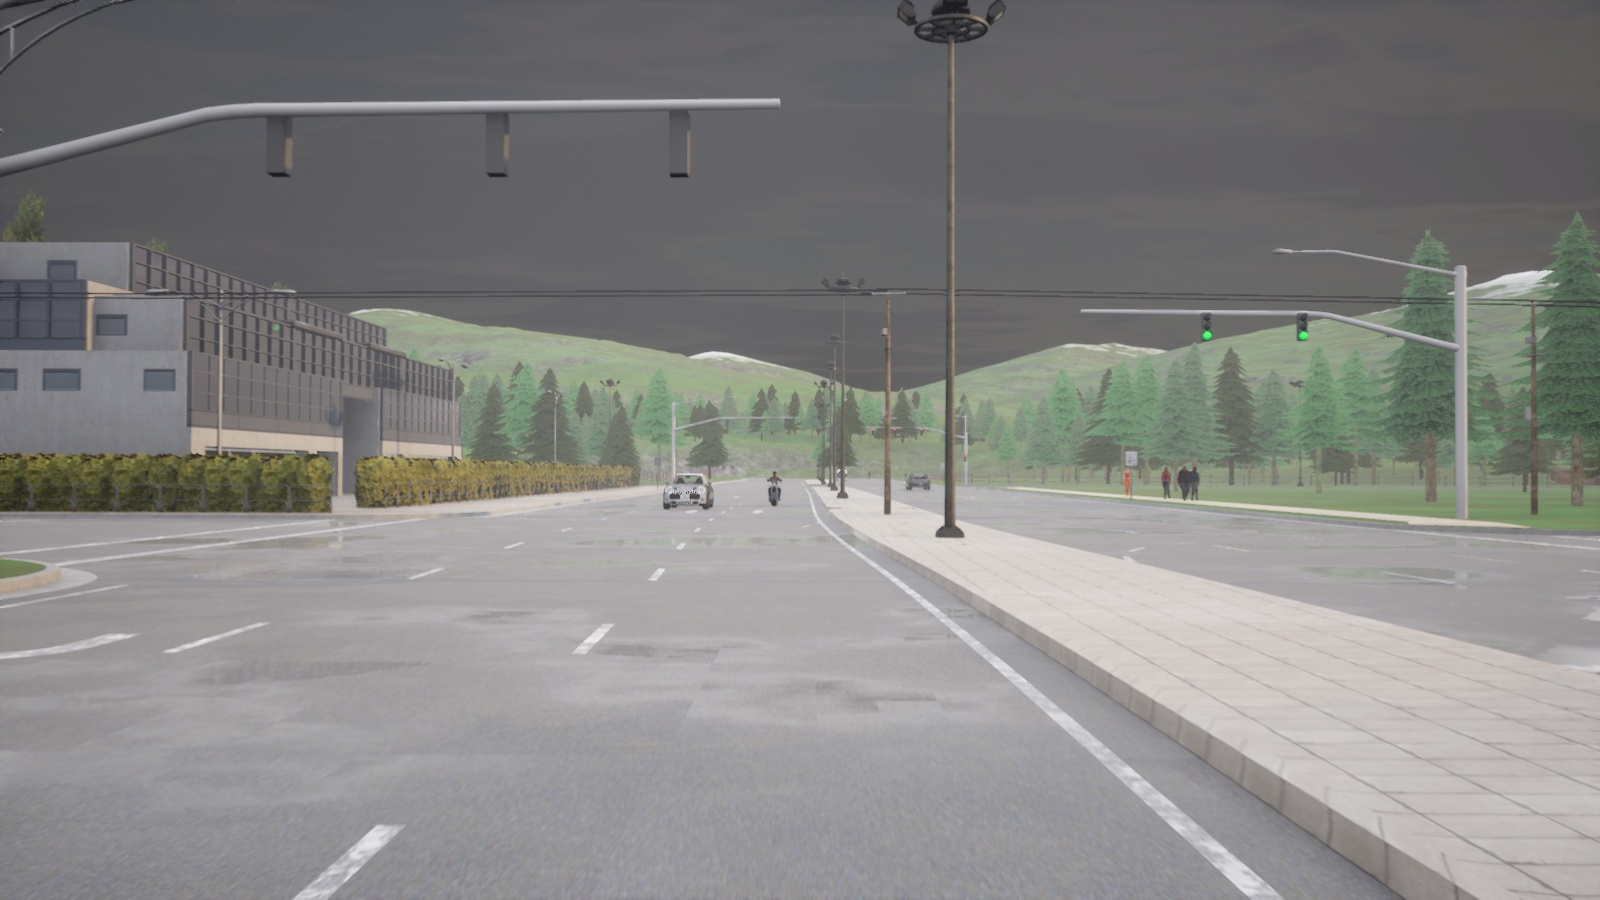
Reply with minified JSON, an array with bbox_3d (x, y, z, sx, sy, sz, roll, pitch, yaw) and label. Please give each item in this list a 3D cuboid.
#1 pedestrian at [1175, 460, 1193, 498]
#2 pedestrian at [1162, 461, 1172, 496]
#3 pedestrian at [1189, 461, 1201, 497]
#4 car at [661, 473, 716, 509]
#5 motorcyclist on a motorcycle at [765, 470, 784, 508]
[{"bbox_3d":[18.969,1.443,62.030,0.634,1.844,0.899,0,-1,2],"label":"pedestrian"},{"bbox_3d":[19.591,1.528,67.094,0.331,1.846,0.636,0,-1,2],"label":"pedestrian"},{"bbox_3d":[19.811,1.457,63.045,0.370,1.835,0.726,0,-1,1],"label":"pedestrian"},{"bbox_3d":[-4.663,1.710,52.980,1.970,1.475,3.806,0,-1,0],"label":"car"},{"bbox_3d":[-1.155,1.753,57.133,0.766,1.649,2.350,0,-1,0],"label":"motorcyclist on a motorcycle"}]
